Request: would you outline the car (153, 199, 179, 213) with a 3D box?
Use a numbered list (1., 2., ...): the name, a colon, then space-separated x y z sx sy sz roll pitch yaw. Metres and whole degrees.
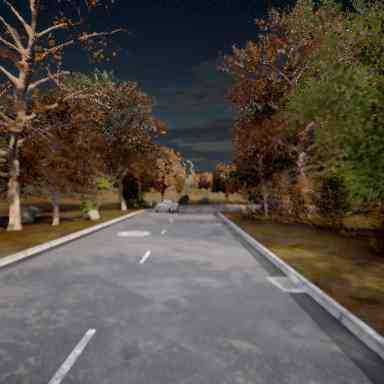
1. car: -2.866 1.532 37.497 1.812 1.442 4.674 0 0 13
